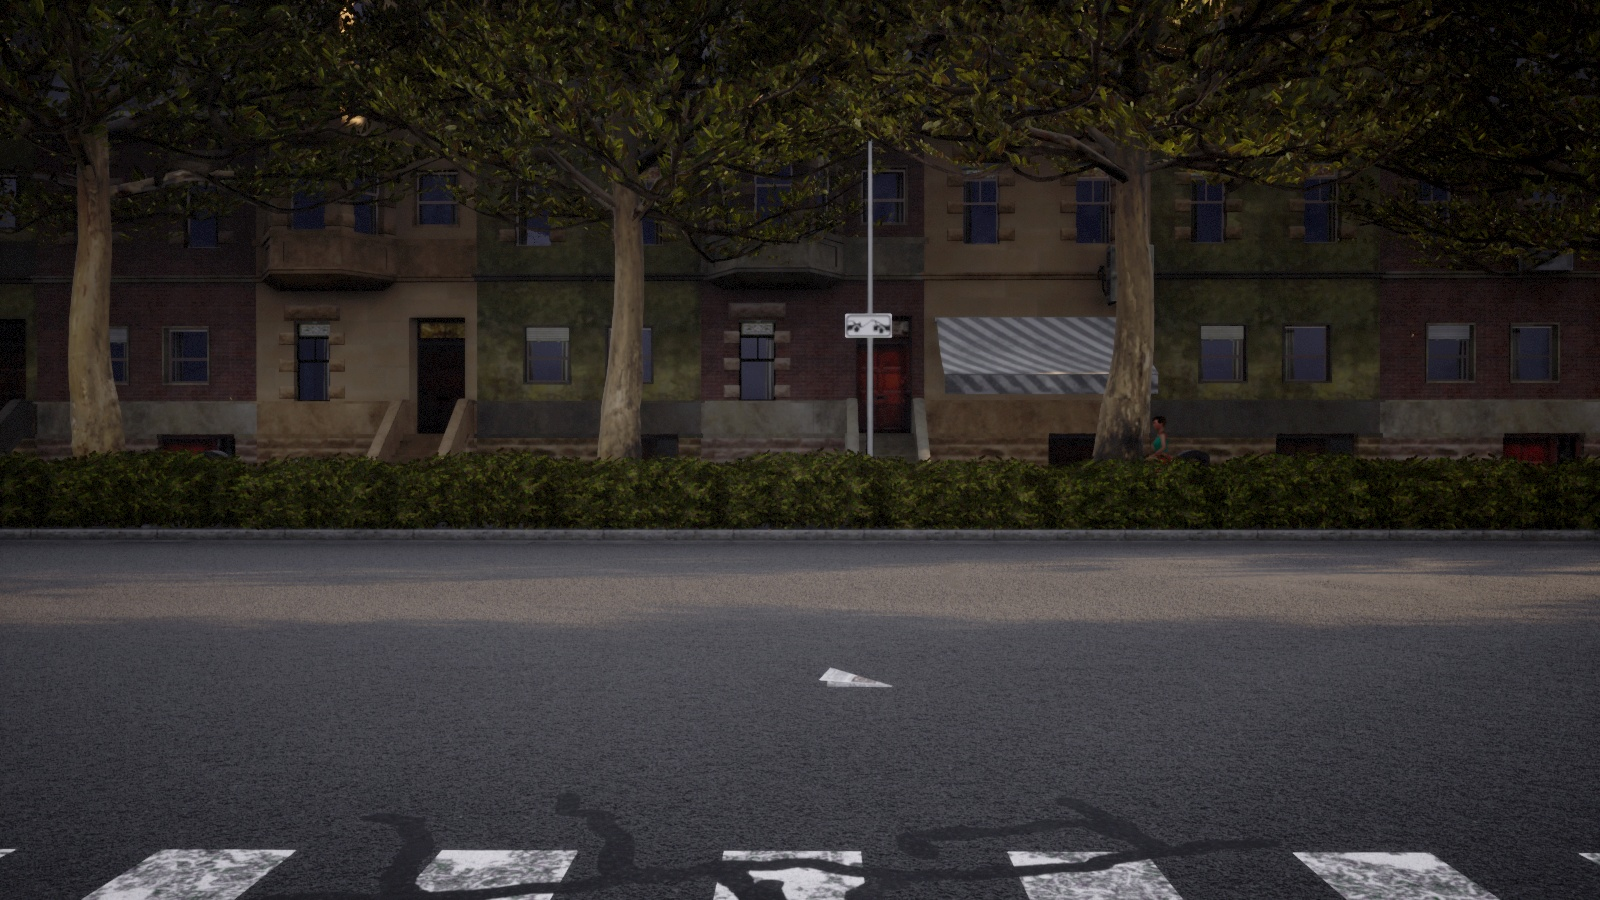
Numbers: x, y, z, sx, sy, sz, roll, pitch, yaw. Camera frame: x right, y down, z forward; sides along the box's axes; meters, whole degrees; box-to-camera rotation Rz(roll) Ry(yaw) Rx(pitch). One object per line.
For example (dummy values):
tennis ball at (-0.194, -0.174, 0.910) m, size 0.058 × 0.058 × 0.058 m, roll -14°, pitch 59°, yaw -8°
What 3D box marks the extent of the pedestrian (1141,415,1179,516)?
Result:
pedestrian at (6.602, 0.278, 23.027) m, size 0.594 × 1.836 × 0.345 m, roll 0°, pitch 0°, yaw 1°
